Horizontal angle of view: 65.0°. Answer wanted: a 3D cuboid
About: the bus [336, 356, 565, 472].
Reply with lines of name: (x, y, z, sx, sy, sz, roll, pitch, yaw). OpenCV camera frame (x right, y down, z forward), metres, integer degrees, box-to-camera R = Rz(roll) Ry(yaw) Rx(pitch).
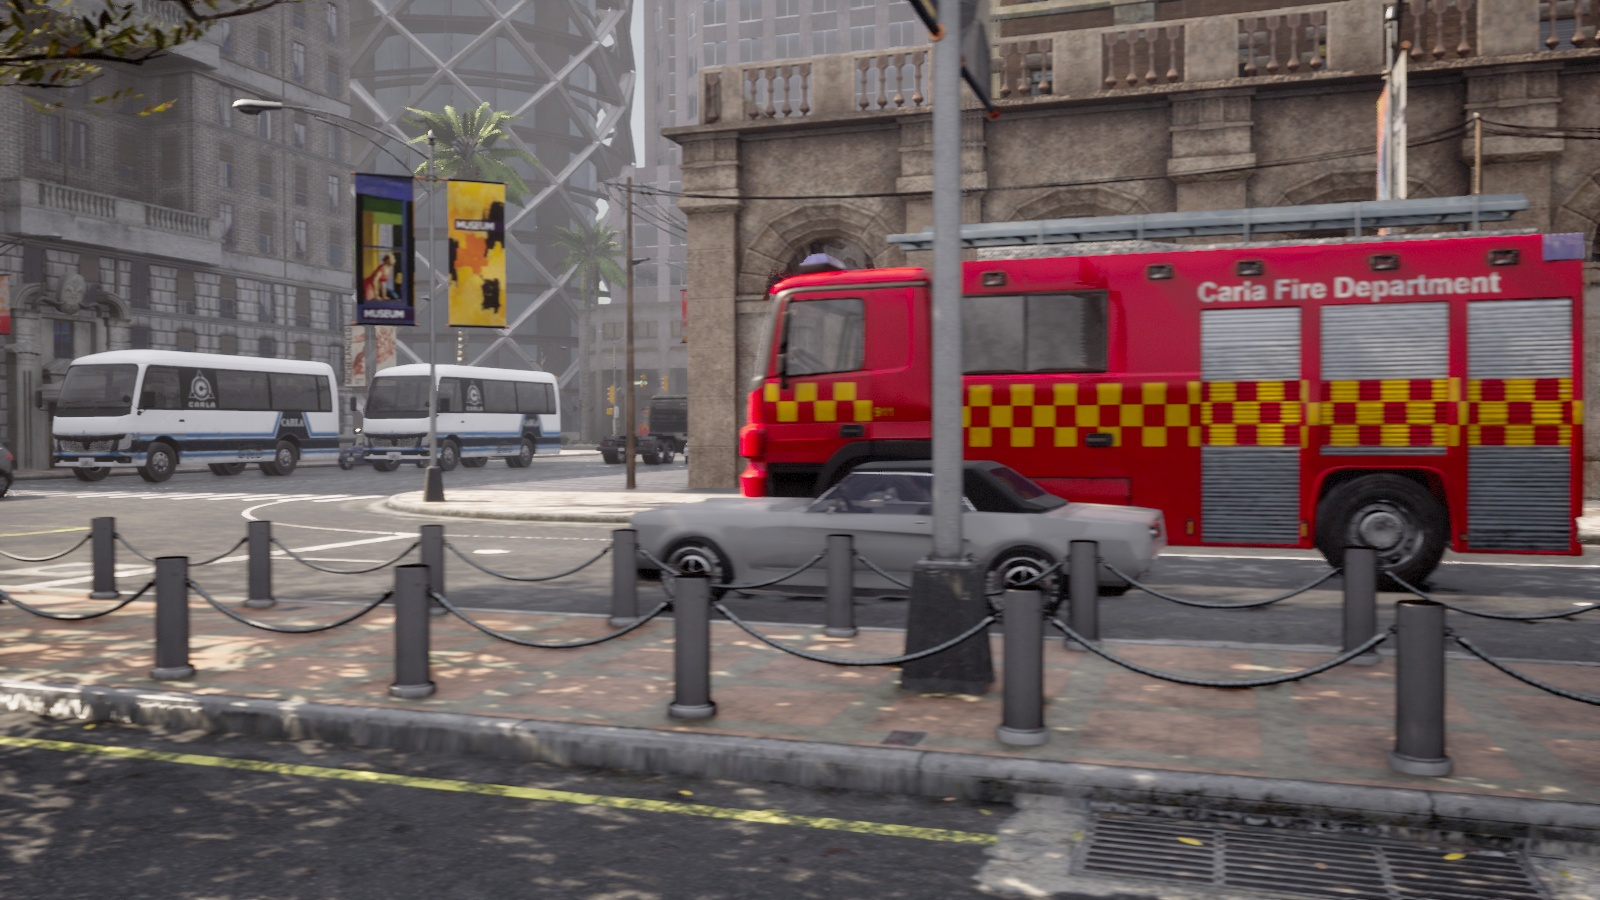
bus: (-13.994, -1.430, 51.662, 3.944, 4.253, 10.273, 1, 1, 19)

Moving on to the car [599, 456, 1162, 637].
car: (0.746, 0.749, 11.307, 4.718, 1.301, 1.895, 1, 1, 20)

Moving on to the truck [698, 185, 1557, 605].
truck: (3.333, -0.553, 14.186, 8.468, 3.827, 2.891, 0, 1, 19)

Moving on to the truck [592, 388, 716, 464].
truck: (-6.989, -1.164, 61.361, 2.891, 3.462, 7.936, 1, 1, 19)

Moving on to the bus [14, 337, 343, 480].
bus: (-20.624, -1.313, 42.798, 3.944, 4.253, 10.273, 1, 1, 18)

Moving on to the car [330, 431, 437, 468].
car: (-17.366, -0.056, 52.620, 1.812, 1.442, 4.674, 1, 1, 18)

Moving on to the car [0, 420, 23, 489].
car: (-20.526, 0.134, 28.729, 2.242, 1.667, 4.611, 0, 1, 7)
